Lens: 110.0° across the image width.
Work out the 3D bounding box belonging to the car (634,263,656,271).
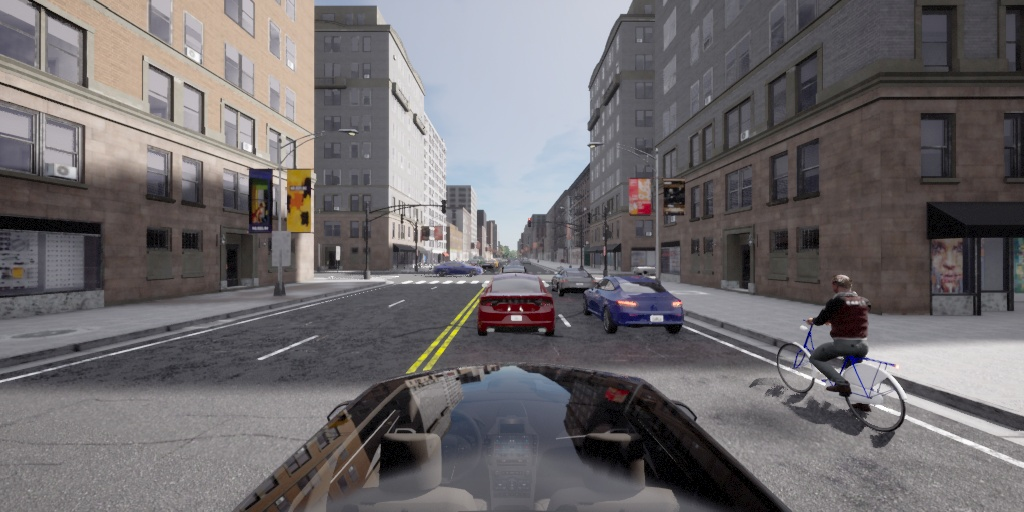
[{"bbox_3d":[15.048,1.409,37.146,4.718,1.301,1.895,0,0,1],"label":"car"}]

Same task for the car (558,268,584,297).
[{"bbox_3d":[3.249,1.317,19.173,1.994,1.385,4.181,0,0,0],"label":"car"}]

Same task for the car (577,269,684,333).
[{"bbox_3d":[3.346,1.277,10.573,1.812,1.442,4.674,0,0,0],"label":"car"}]

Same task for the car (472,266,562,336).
[{"bbox_3d":[0.101,1.229,10.437,1.882,1.535,5.008,0,0,0],"label":"car"}]

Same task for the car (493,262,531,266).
[{"bbox_3d":[0.100,1.258,19.920,1.837,1.490,4.892,0,0,0],"label":"car"}]

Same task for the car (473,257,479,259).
[{"bbox_3d":[-6.591,1.273,59.458,1.837,1.490,4.892,0,0,0],"label":"car"}]

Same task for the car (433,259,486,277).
[{"bbox_3d":[-5.144,1.277,34.275,4.674,1.442,1.812,0,0,0],"label":"car"}]

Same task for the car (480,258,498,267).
[{"bbox_3d":[-3.347,1.366,50.404,1.895,1.301,4.718,0,0,0],"label":"car"}]

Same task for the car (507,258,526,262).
[{"bbox_3d":[0.324,1.313,51.106,2.033,1.411,5.357,0,0,-4],"label":"car"}]

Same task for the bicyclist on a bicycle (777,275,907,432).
[{"bbox_3d":[4.146,1.121,4.705,0.659,1.776,1.843,0,0,0],"label":"bicyclist on a bicycle"}]

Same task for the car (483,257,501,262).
[{"bbox_3d":[-3.338,1.246,59.796,1.882,1.535,5.008,0,0,0],"label":"car"}]
